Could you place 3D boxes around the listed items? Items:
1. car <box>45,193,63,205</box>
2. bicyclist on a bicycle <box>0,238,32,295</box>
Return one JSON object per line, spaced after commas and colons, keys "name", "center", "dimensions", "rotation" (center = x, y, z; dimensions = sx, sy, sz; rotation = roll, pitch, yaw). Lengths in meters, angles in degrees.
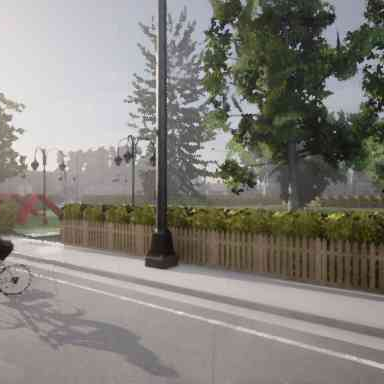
{"name": "car", "center": [-24.899, 1.213, 57.156], "dimensions": [2.150, 2.045, 5.566], "rotation": [0, 0, 35]}
{"name": "bicyclist on a bicycle", "center": [-4.198, 1.443, 6.851], "dimensions": [1.656, 1.620, 0.582], "rotation": [-3, 2, -40]}
